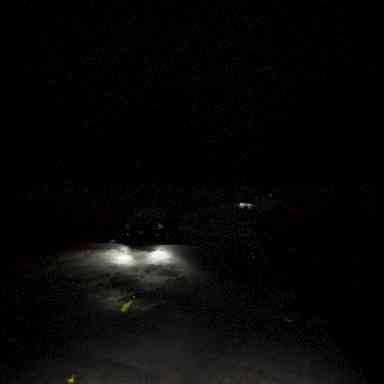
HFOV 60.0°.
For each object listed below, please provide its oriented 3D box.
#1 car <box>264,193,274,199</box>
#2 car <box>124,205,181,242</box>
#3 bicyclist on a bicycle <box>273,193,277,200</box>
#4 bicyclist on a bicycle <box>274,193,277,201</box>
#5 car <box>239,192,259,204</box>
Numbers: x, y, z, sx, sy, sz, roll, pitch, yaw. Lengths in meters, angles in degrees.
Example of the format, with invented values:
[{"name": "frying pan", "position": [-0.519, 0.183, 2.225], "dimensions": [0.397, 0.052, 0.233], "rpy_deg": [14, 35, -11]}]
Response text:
[{"name": "car", "position": [18.996, 0.865, 82.073], "dimensions": [2.033, 1.411, 5.357], "rpy_deg": [0, 1, 7]}, {"name": "car", "position": [-1.787, 1.410, 16.382], "dimensions": [1.882, 1.535, 5.008], "rpy_deg": [0, 0, 8]}, {"name": "bicyclist on a bicycle", "position": [18.600, 0.986, 74.585], "dimensions": [0.582, 1.620, 1.656], "rpy_deg": [0, 1, 11]}, {"name": "bicyclist on a bicycle", "position": [16.702, 1.072, 66.443], "dimensions": [0.582, 1.620, 1.656], "rpy_deg": [1, 1, 15]}, {"name": "car", "position": [9.422, 1.229, 56.254], "dimensions": [2.033, 1.411, 5.357], "rpy_deg": [1, 1, 20]}]
